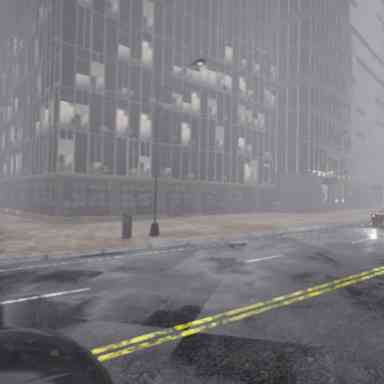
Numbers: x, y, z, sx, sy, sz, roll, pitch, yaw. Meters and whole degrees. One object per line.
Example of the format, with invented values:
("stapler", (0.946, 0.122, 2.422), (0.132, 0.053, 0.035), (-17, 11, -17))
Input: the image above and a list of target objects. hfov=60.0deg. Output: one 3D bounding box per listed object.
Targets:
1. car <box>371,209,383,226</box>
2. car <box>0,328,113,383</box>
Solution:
("car", (14.772, 1.767, 24.153), (4.718, 1.301, 1.895), (0, 0, -42))
("car", (-2.757, 1.488, 1.535), (4.902, 1.511, 2.128), (0, 0, -35))
